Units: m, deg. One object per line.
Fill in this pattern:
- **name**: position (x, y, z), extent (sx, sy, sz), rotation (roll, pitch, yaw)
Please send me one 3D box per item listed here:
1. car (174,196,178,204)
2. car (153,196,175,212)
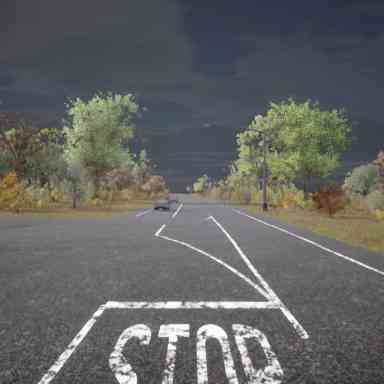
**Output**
- **car**: position (-3.684, 1.586, 66.776), extent (2.033, 1.411, 5.357), rotation (0, 0, 0)
- **car**: position (-3.464, 1.568, 39.585), extent (2.033, 1.411, 5.357), rotation (0, 0, 0)
